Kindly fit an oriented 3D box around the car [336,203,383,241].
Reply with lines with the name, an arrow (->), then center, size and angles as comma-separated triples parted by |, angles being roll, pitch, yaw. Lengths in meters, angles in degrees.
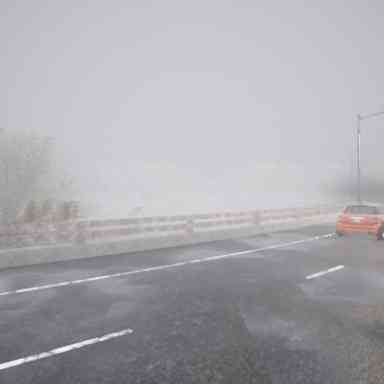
car -> 9.251, 1.364, 17.156 | 2.097, 1.767, 4.553 | 0, 0, 45
